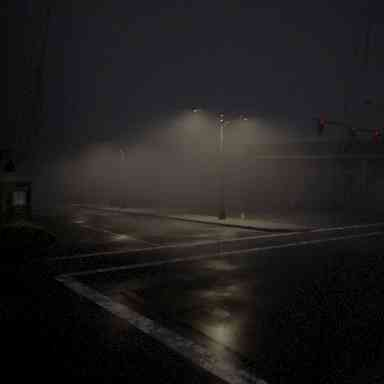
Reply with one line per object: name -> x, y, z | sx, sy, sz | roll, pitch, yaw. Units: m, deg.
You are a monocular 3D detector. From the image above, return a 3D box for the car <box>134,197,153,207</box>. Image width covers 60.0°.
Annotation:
car -> -8.196, 1.547, 52.752 | 2.033, 1.411, 5.357 | 0, 0, -35

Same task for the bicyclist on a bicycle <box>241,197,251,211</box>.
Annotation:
bicyclist on a bicycle -> 6.346, 1.430, 39.768 | 1.656, 1.620, 0.582 | -6, -7, -37

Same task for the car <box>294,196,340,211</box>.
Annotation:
car -> 13.923, 1.295, 38.125 | 2.242, 1.667, 4.611 | 0, 0, -35

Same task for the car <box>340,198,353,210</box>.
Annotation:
car -> 18.189, 1.456, 42.048 | 1.970, 1.475, 3.806 | 0, 0, -35

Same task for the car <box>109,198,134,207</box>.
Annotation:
car -> -11.061, 1.564, 50.741 | 1.994, 1.385, 4.181 | 0, 0, -35
